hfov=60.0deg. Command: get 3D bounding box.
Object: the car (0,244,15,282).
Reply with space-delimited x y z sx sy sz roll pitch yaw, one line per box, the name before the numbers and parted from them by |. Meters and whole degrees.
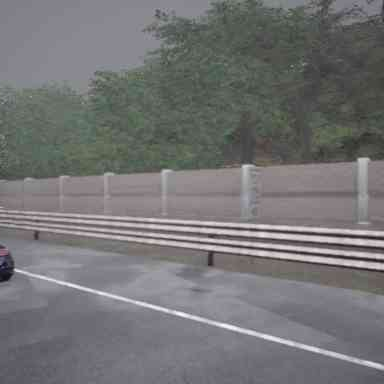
car | -6.465 1.617 8.676 4.181 1.385 1.994 0 0 36
